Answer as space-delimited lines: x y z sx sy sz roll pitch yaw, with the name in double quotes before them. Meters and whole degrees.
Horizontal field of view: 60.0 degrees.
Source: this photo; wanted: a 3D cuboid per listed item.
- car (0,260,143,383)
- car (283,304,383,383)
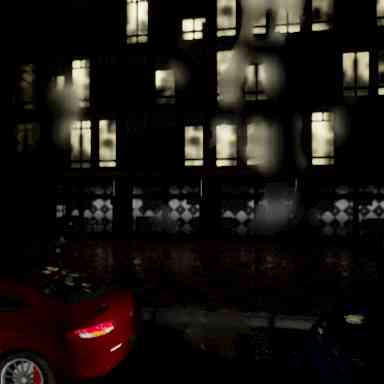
"car" -2.752 1.589 4.352 4.206 1.307 1.802 0 0 9
"car" 3.323 1.222 1.629 5.566 2.045 2.150 0 0 9
